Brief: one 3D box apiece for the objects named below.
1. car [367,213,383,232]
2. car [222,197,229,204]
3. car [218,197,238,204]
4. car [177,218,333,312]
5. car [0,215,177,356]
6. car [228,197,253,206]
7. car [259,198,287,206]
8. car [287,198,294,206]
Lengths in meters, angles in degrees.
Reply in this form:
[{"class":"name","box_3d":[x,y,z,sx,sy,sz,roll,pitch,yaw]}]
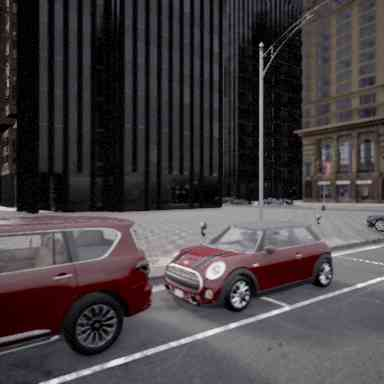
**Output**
[{"class":"car","box_3d":[11.277,1.364,16.822,2.008,1.369,4.403,-1,0,-45]},{"class":"car","box_3d":[5.515,1.912,74.741,1.812,1.442,4.674,0,-1,-35]},{"class":"car","box_3d":[8.166,1.894,76.620,1.837,1.490,4.892,0,-1,-35]},{"class":"car","box_3d":[1.373,1.437,7.625,4.097,1.590,1.967,0,0,-35]},{"class":"car","box_3d":[-2.944,1.315,4.547,5.009,1.841,2.192,0,0,-35]},{"class":"car","box_3d":[9.572,1.998,63.322,1.994,1.385,4.181,0,-1,-35]},{"class":"car","box_3d":[14.600,1.890,61.925,2.128,1.511,4.902,0,-1,-35]},{"class":"car","box_3d":[17.251,1.915,63.806,1.837,1.490,4.892,0,0,-35]}]
